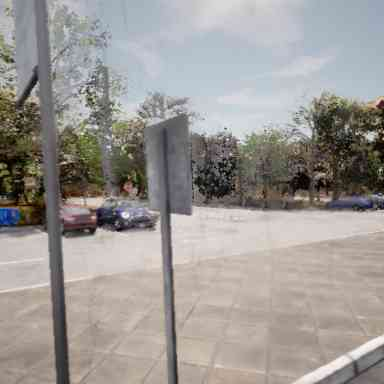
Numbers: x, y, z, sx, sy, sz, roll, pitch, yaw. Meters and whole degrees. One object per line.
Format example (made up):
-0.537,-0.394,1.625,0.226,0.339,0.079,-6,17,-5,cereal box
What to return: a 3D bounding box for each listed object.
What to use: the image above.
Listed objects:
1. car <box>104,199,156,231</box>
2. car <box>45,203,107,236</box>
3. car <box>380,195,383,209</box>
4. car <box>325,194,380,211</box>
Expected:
-3.986,1.213,19.743,2.185,1.767,4.553,-1,1,-36,car
-6.531,1.410,17.854,2.002,1.452,4.674,-1,0,-36,car
18.577,1.079,35.659,2.231,1.521,4.892,-1,0,-35,car
15.901,1.149,33.770,2.002,1.452,4.674,-1,0,-35,car
